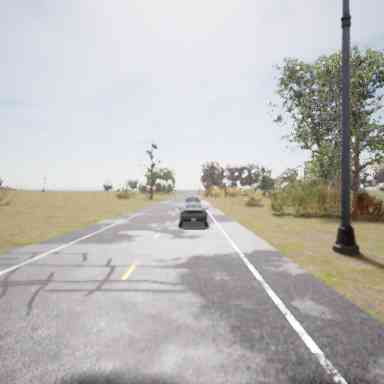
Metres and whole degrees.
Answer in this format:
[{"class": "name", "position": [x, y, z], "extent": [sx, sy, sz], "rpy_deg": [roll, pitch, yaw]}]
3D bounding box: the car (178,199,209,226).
[{"class": "car", "position": [0.102, 1.464, 23.079], "extent": [1.837, 1.490, 4.892], "rpy_deg": [0, 0, 0]}]

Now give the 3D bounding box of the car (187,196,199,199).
[{"class": "car", "position": [0.105, 1.274, 41.332], "extent": [2.097, 1.767, 4.553], "rpy_deg": [0, 0, 0]}]
